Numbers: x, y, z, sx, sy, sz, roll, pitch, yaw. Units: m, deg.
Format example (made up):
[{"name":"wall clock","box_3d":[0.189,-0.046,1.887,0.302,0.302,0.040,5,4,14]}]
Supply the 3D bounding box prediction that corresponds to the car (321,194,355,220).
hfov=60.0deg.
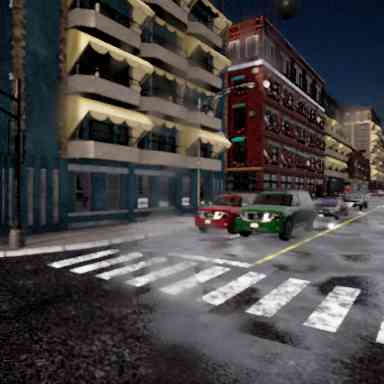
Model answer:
[{"name":"car","box_3d":[9.990,1.127,24.031,2.033,1.411,5.357,1,1,35]}]

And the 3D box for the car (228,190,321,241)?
[{"name":"car","box_3d":[4.092,0.951,15.643,2.150,2.045,5.566,1,1,35]}]

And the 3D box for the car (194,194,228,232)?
[{"name":"car","box_3d":[2.168,1.013,17.383,2.192,1.841,5.009,2,2,35]}]

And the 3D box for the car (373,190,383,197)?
[{"name":"car","box_3d":[40.601,0.313,72.080,1.802,1.307,4.206,2,2,35]}]

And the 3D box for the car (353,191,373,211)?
[{"name":"car","box_3d":[15.705,0.927,32.149,2.128,1.511,4.902,1,1,35]}]

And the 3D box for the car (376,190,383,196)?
[{"name":"car","box_3d":[43.804,0.233,76.638,1.802,1.307,4.206,2,2,35]}]

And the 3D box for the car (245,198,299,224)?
[{"name":"car","box_3d":[5.368,1.162,21.947,1.887,1.381,4.507,2,2,35]}]

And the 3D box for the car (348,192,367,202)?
[{"name":"car","box_3d":[24.586,0.699,49.292,1.947,1.339,4.313,2,2,35]}]

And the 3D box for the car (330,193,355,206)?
[{"name":"car","box_3d":[18.180,0.860,40.177,1.947,1.339,4.313,2,2,35]}]

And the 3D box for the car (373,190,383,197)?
[{"name":"car","box_3d":[37.399,0.356,67.522,1.887,1.381,4.507,2,2,35]}]
